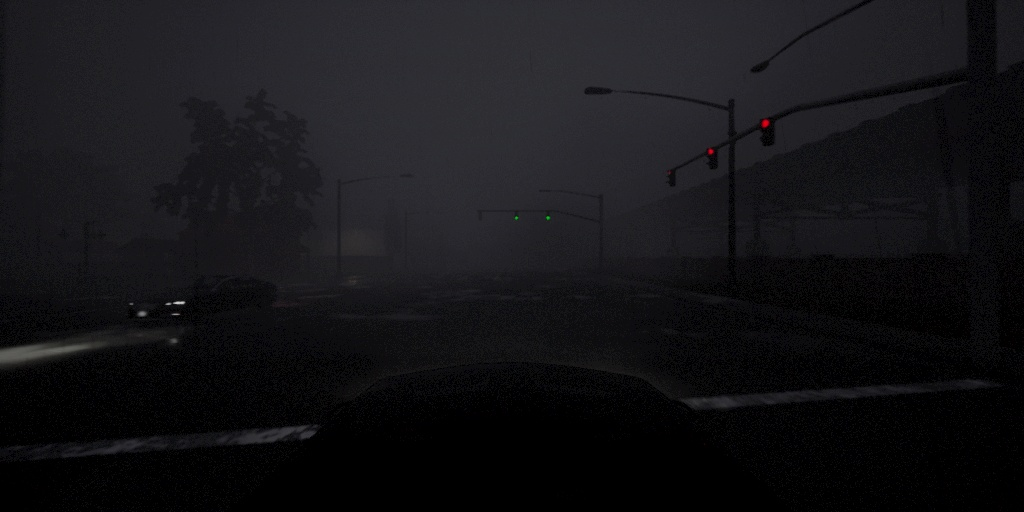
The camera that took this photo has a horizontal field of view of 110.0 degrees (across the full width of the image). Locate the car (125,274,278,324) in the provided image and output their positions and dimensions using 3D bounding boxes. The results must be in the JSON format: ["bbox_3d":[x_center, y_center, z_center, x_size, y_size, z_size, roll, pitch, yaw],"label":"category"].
[{"bbox_3d":[-10.484,1.396,12.625,2.128,1.511,4.902,0,-1,0],"label":"car"}]
